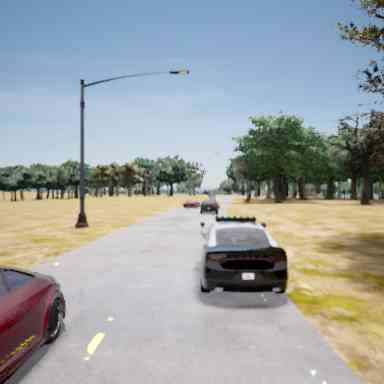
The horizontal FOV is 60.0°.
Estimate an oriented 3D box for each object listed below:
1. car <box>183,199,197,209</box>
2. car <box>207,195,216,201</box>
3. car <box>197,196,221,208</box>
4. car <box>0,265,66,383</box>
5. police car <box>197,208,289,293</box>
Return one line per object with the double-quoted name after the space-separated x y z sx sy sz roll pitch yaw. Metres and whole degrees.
-0.141 1.671 46.934 1.895 1.301 4.718 0 0 7 "car"
4.774 1.473 80.702 1.837 1.490 4.892 0 0 8 "car"
1.984 1.572 37.110 1.882 1.535 5.008 0 0 6 "car"
-3.030 1.580 3.673 1.994 1.385 4.181 0 0 1 "car"
1.175 1.468 9.124 1.930 1.638 5.238 0 0 1 "police car"
